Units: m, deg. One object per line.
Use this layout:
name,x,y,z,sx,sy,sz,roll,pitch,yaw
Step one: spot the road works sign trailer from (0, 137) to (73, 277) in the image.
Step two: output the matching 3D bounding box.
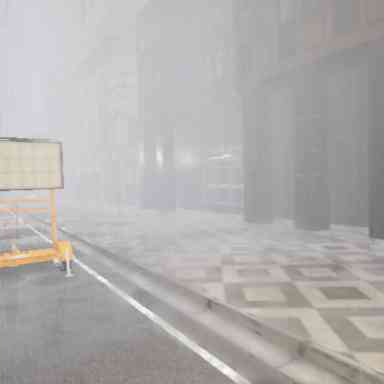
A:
road works sign trailer,-4.727,0.360,8.928,2.380,3.560,2.880,-3,2,-32
